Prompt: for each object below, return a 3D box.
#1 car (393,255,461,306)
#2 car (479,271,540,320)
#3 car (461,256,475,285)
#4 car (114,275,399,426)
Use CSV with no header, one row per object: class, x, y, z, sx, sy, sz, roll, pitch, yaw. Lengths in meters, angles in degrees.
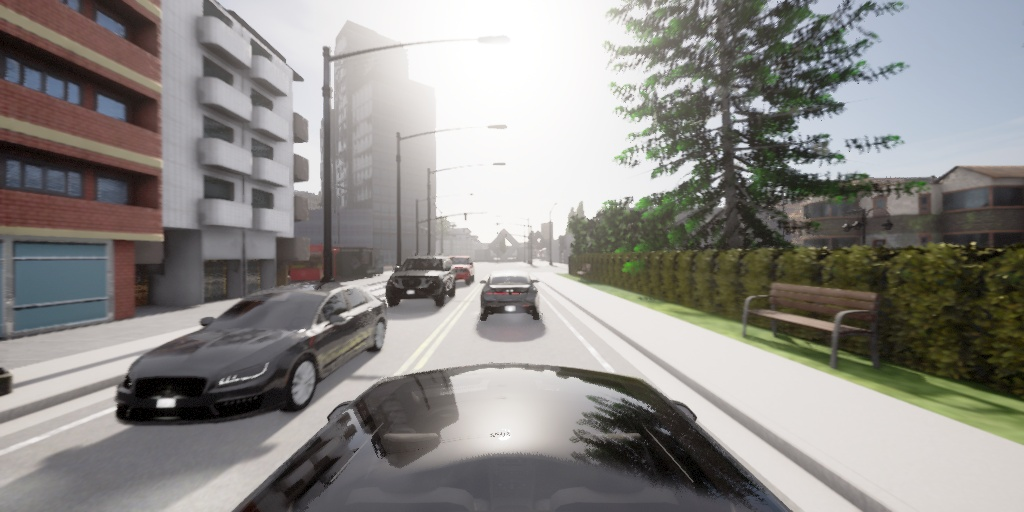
car,-3.848,0.998,16.178,2.150,2.045,5.566,0,0,-1
car,-0.088,1.254,12.656,1.837,1.490,4.892,0,0,-1
car,-4.029,0.997,26.894,2.150,2.045,5.566,0,0,-1
car,-3.653,1.281,6.166,1.837,1.490,4.892,0,0,-1
